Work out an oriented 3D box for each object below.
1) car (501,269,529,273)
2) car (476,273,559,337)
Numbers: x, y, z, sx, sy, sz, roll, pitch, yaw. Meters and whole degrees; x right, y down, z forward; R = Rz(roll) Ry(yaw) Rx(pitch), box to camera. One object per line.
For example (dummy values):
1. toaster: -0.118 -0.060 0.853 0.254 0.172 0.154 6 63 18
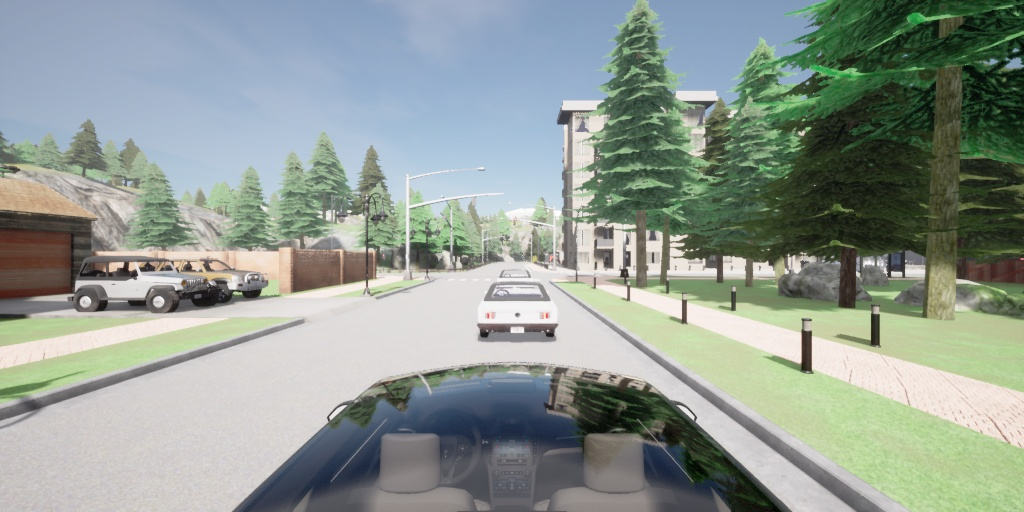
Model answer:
1. car: 0.167 1.351 19.359 1.895 1.301 4.718 0 0 0
2. car: 0.134 1.351 10.192 1.895 1.301 4.718 0 0 0
